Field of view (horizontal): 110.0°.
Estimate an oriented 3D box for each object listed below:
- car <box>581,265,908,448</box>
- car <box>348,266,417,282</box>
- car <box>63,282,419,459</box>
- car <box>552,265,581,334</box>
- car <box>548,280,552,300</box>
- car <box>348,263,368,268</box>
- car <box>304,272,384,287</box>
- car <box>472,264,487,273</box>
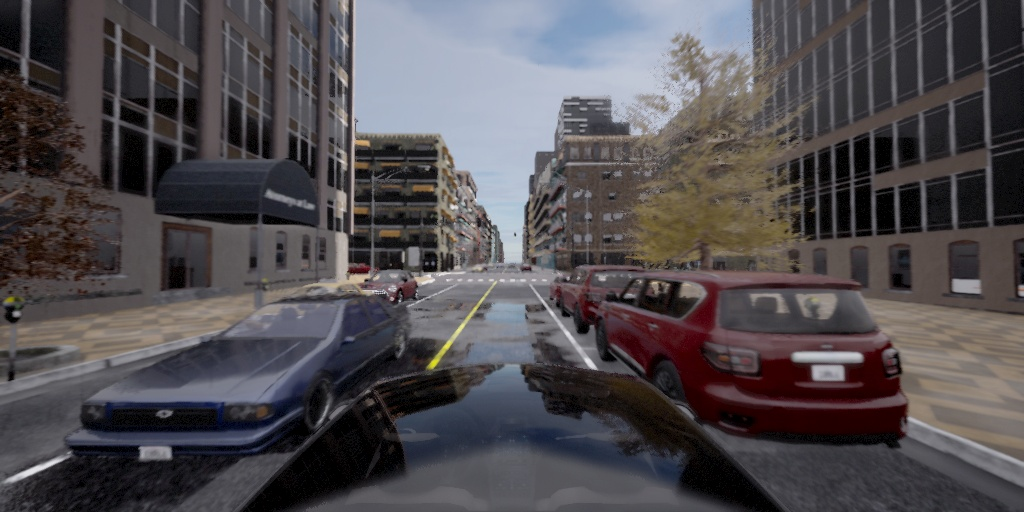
[{"bbox_3d":[2.691,1.113,5.436,2.192,1.841,5.009,0,0,0],"label":"car"},{"bbox_3d":[-5.691,1.385,16.554,1.967,1.591,4.097,0,0,0],"label":"car"},{"bbox_3d":[-3.102,1.351,5.774,2.033,1.411,5.357,0,-1,0],"label":"car"},{"bbox_3d":[2.690,1.186,10.995,2.192,1.841,5.009,0,0,0],"label":"car"},{"bbox_3d":[2.689,1.489,16.554,1.888,1.381,4.507,0,0,0],"label":"car"},{"bbox_3d":[-17.269,1.525,40.938,4.507,1.381,1.888,0,0,0],"label":"car"},{"bbox_3d":[-5.691,1.398,10.825,1.751,1.417,4.829,0,0,0],"label":"car"},{"bbox_3d":[-5.698,2.044,59.906,1.751,1.417,4.829,0,0,0],"label":"car"}]
